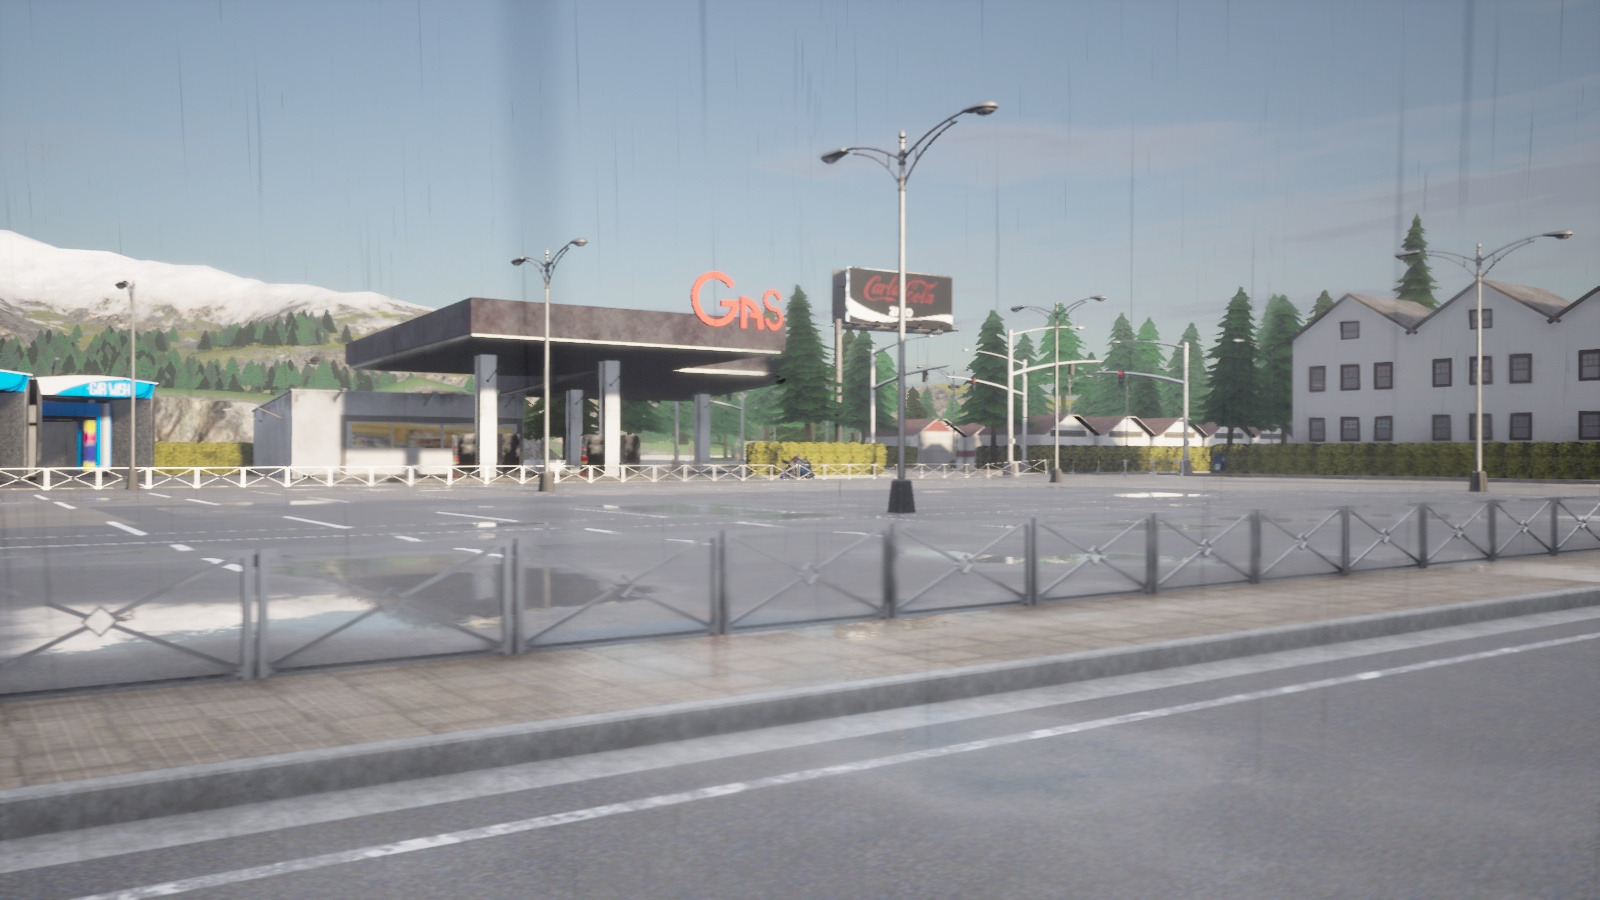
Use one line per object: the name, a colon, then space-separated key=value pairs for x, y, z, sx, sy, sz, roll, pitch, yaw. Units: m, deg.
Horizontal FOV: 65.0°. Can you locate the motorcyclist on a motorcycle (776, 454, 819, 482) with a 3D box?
motorcyclist on a motorcycle: x=-0.130 y=0.961 z=67.768 sx=2.191 sy=1.530 sz=0.866 roll=0 pitch=0 yaw=-35
